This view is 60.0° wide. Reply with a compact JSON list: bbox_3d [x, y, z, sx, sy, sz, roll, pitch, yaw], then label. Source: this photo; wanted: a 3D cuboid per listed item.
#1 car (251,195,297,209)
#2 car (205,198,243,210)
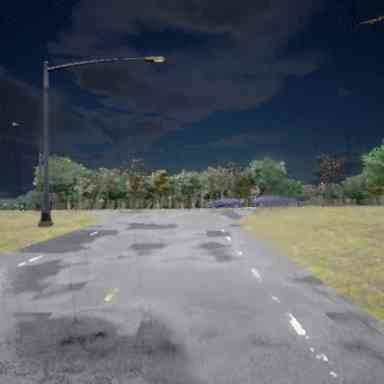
[{"bbox_3d":[8.577,1.034,34.827,4.674,1.442,1.812,-2,-2,-1],"label":"car"},{"bbox_3d":[4.013,1.469,41.755,4.674,1.442,1.812,-1,-3,-1],"label":"car"}]
